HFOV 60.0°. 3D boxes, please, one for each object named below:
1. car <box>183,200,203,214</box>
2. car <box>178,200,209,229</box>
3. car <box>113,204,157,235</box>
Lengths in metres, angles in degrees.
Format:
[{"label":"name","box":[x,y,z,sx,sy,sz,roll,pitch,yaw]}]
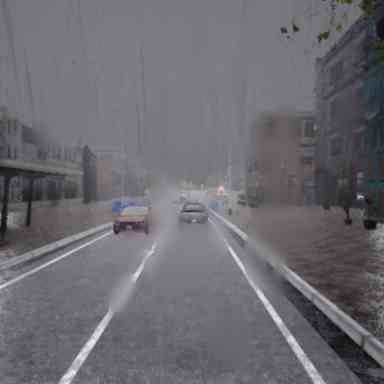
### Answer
[{"label":"car","box":[0.105,1.713,39.219,2.128,1.511,4.902,0,0,0]},{"label":"car","box":[0.104,1.503,21.632,2.128,1.511,4.902,0,-1,0]},{"label":"car","box":[-3.095,1.472,18.919,1.882,1.535,5.008,0,0,0]}]
